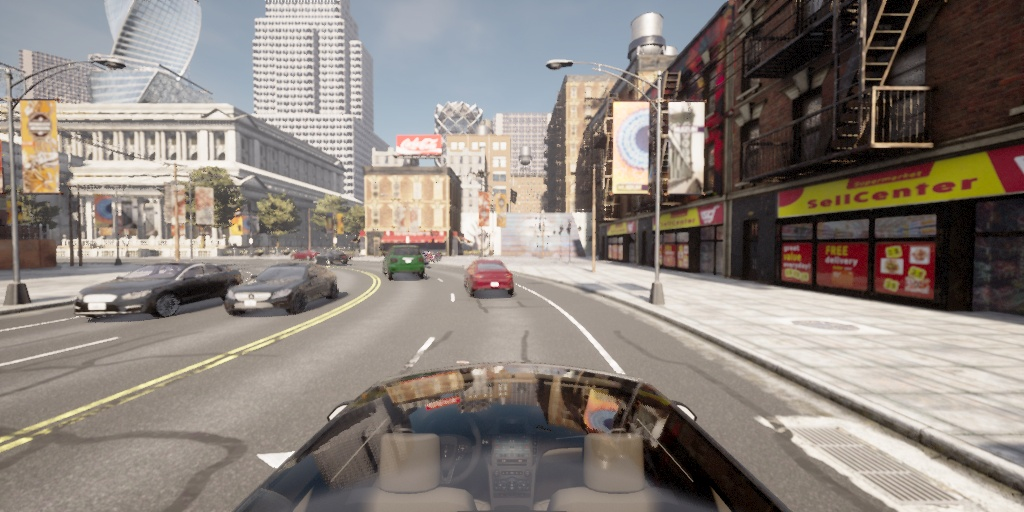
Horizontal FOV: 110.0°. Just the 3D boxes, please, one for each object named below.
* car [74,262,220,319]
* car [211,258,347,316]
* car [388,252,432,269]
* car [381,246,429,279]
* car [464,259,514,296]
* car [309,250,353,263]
[{"bbox_3d":[-10.875,0.955,11.566,2.128,1.511,4.902,0,2,-7],"label":"car"},{"bbox_3d":[-7.419,0.972,12.104,1.812,1.442,4.674,0,1,-7],"label":"car"},{"bbox_3d":[-9.782,0.355,34.006,2.033,1.411,5.357,-1,2,-40],"label":"car"},{"bbox_3d":[-7.203,0.335,23.485,2.150,2.045,5.566,0,2,-24],"label":"car"},{"bbox_3d":[-1.125,0.858,16.022,1.812,1.442,4.674,0,2,-11],"label":"car"},{"bbox_3d":[-19.206,0.195,37.982,4.892,1.490,1.837,1,1,38],"label":"car"}]
